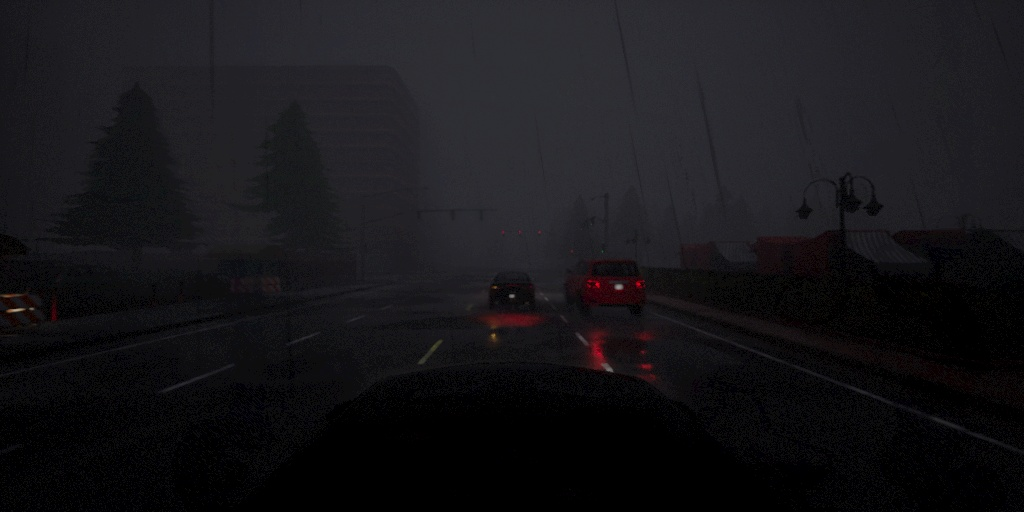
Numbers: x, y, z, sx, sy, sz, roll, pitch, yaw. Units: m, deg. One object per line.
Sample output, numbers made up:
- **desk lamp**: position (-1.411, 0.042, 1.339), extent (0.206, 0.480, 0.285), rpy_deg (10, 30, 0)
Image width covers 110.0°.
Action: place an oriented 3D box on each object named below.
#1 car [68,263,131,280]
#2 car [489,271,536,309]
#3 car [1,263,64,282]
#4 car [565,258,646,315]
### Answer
- **car**: position (-48.017, 1.779, 41.778), extent (4.674, 1.442, 1.812), rpy_deg (0, -1, 1)
- **car**: position (0.026, 1.387, 16.074), extent (1.882, 1.535, 5.008), rpy_deg (0, 0, 0)
- **car**: position (-52.018, 1.762, 38.313), extent (5.357, 1.411, 2.033), rpy_deg (0, -1, 1)
- **car**: position (3.509, 1.117, 14.409), extent (2.150, 2.045, 5.566), rpy_deg (0, 0, 0)
